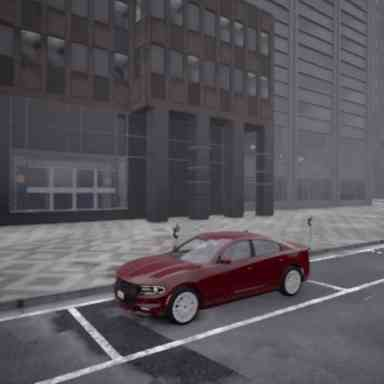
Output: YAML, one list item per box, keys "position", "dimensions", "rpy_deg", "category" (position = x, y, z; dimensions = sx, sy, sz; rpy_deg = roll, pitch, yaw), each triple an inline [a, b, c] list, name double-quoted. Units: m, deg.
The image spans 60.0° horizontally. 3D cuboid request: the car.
- position: [0.619, 1.534, 7.044]
  dimensions: [4.507, 1.381, 1.887]
  rpy_deg: [0, 0, -35]
  category: "car"
